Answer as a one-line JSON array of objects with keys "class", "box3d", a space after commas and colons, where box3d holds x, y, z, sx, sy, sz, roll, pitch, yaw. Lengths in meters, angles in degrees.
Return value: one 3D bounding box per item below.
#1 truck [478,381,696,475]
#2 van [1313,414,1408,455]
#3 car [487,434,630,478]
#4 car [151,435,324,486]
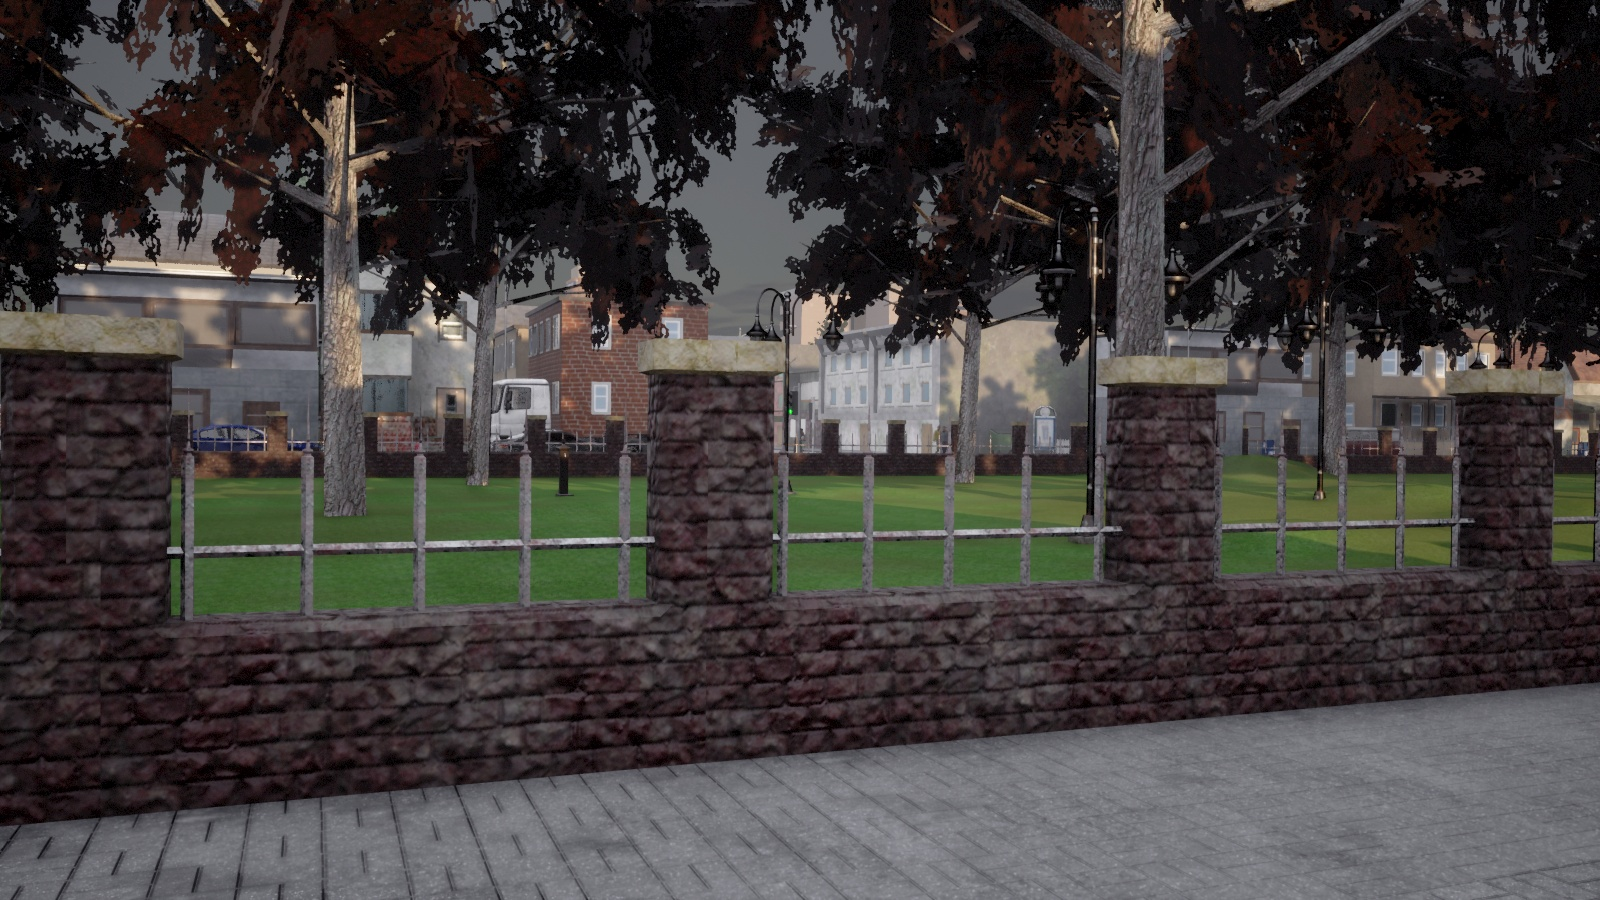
[{"class": "truck", "box3d": [-8.309, -0.893, 49.130, 7.936, 3.462, 2.891, -1, 1, -22]}, {"class": "van", "box3d": [28.271, -0.785, 63.343, 4.442, 1.987, 1.775, -1, 1, -21]}, {"class": "car", "box3d": [-8.584, 0.189, 44.687, 4.674, 1.442, 1.812, -1, 1, -24]}, {"class": "car", "box3d": [-18.238, 0.307, 40.900, 5.008, 1.535, 1.882, -1, 1, -24]}]
